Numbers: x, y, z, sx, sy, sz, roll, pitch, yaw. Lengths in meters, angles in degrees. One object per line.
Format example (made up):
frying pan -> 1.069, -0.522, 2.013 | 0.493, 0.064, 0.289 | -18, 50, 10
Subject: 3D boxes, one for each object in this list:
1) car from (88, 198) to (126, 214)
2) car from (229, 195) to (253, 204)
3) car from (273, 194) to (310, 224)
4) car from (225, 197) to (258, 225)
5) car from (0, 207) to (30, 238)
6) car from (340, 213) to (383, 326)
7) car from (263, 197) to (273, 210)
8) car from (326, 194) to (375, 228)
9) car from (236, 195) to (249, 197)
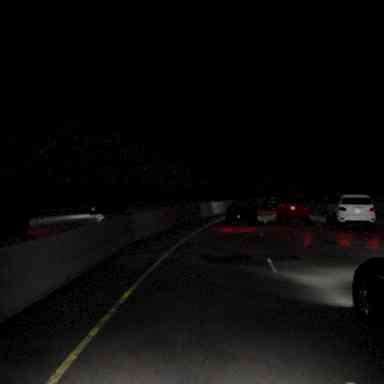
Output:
car -> -8.354, 1.344, 33.047 | 2.128, 1.511, 4.902 | 0, 0, 19
car -> 8.779, 1.293, 59.272 | 2.128, 1.511, 4.902 | 0, 0, 35
car -> 7.422, 1.149, 24.482 | 2.150, 2.045, 5.566 | 0, 0, 17
car -> 3.601, 1.398, 23.671 | 1.882, 1.535, 5.008 | 0, 1, 15
car -> -9.268, 1.397, 14.509 | 1.882, 1.535, 5.008 | 0, 0, 10
car -> 3.880, 1.347, 4.153 | 2.097, 1.767, 4.553 | 0, 0, 2
car -> 9.939, 1.366, 40.307 | 2.128, 1.511, 4.902 | 0, 0, 26
car -> 10.266, 1.167, 21.808 | 2.150, 2.045, 5.566 | 0, 0, 15
car -> 8.310, 1.426, 52.238 | 1.895, 1.301, 4.718 | 0, 0, 32
